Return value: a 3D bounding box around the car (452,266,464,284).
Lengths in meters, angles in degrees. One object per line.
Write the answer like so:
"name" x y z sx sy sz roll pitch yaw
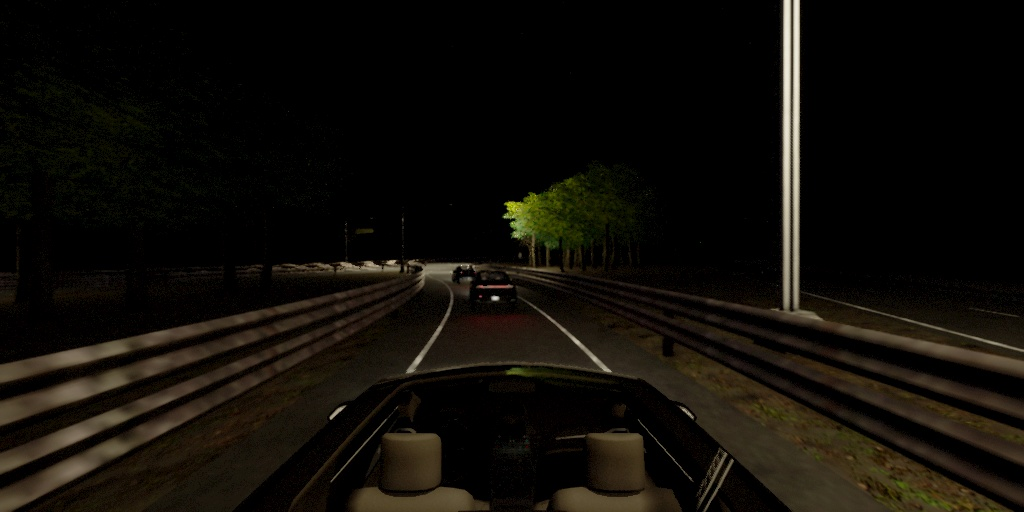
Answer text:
"car" -4.081 1.569 30.976 2.128 1.511 4.902 0 0 -16

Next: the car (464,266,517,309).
"car" -0.931 1.396 15.830 2.128 1.511 4.902 0 -1 -7
